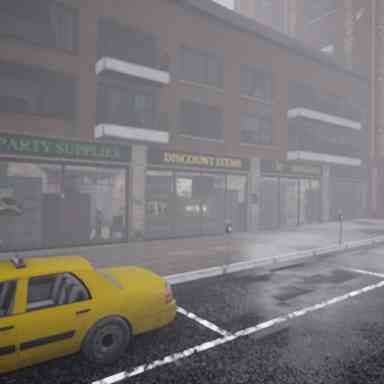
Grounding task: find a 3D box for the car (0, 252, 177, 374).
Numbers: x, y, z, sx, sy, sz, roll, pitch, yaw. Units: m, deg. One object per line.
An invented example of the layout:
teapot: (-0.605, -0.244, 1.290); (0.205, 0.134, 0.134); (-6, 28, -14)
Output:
car: (-2.520, 1.522, 4.276); (4.829, 1.417, 1.752); (-1, 2, -35)
